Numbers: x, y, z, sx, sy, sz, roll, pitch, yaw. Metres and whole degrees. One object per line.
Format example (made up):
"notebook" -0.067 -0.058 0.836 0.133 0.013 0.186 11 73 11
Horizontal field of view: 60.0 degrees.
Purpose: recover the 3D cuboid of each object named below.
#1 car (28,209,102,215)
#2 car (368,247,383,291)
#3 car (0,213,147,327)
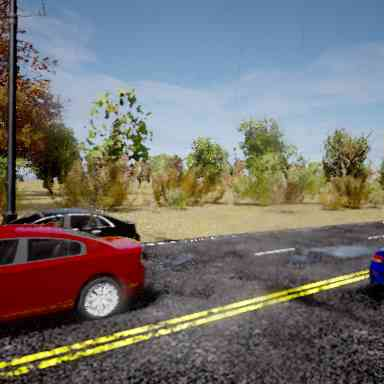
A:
"car" -3.780 1.238 8.935 4.892 1.490 1.837 0 1 -35
"car" 5.790 1.505 7.492 4.674 1.442 1.812 0 2 -35
"car" -3.183 1.301 5.380 5.008 1.535 1.882 0 2 -35
